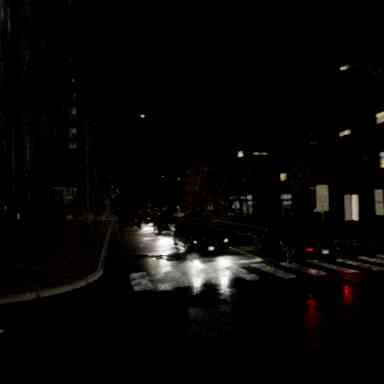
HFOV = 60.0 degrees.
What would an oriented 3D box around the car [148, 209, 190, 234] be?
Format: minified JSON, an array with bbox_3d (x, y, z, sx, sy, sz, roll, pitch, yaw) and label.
[{"bbox_3d":[-1.957,2.399,26.258,2.128,1.511,4.902,-1,-2,-13],"label":"car"}]

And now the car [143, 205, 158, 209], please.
[{"bbox_3d":[-6.463,2.854,46.276,2.150,2.045,5.566,-1,-2,-12],"label":"car"}]

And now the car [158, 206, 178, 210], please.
[{"bbox_3d":[-3.823,3.178,48.693,2.033,1.411,5.357,-1,-2,-12],"label":"car"}]

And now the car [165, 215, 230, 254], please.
[{"bbox_3d":[0.221,2.109,16.727,2.033,1.411,5.357,-1,-2,-13],"label":"car"}]

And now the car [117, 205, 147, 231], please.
[{"bbox_3d":[-5.723,2.458,30.594,2.192,1.841,5.009,-2,-2,-13],"label":"car"}]

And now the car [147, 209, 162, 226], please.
[{"bbox_3d":[-4.176,2.864,36.050,1.895,1.301,4.718,-1,-2,-13],"label":"car"}]

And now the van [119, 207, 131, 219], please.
[{"bbox_3d":[-10.692,3.290,52.899,1.690,1.788,3.998,-2,-2,-13],"label":"van"}]

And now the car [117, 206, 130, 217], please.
[{"bbox_3d":[-13.148,3.654,63.686,2.192,1.841,5.009,-2,-2,-13],"label":"car"}]

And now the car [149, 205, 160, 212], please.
[{"bbox_3d":[-9.886,4.262,87.115,2.192,1.841,5.009,-2,-2,-13],"label":"car"}]

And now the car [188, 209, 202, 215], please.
[{"bbox_3d":[0.116,2.908,43.248,2.008,1.369,4.403,-2,-2,-13],"label":"car"}]

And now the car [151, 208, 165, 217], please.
[{"bbox_3d":[-6.005,3.496,58.023,1.812,1.442,4.674,-1,-2,-13],"label":"car"}]

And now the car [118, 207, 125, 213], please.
[{"bbox_3d":[-19.238,4.835,90.483,1.752,1.417,4.829,-2,-2,-13],"label":"car"}]

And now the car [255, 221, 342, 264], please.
[{"bbox_3d":[4.033,1.872,13.250,1.812,1.442,4.674,-1,-2,-9],"label":"car"}]

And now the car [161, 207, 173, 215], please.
[{"bbox_3d":[-5.006,3.697,65.702,1.752,1.417,4.829,-2,-2,-13],"label":"car"}]

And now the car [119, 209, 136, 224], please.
[{"bbox_3d":[-8.084,2.972,41.398,1.967,1.590,4.097,-2,-2,-13],"label":"car"}]

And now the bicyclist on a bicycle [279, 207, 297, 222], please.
[{"bbox_3d":[7.252,1.915,25.098,1.656,1.620,0.582,-2,-2,-13],"label":"bicyclist on a bicycle"}]
